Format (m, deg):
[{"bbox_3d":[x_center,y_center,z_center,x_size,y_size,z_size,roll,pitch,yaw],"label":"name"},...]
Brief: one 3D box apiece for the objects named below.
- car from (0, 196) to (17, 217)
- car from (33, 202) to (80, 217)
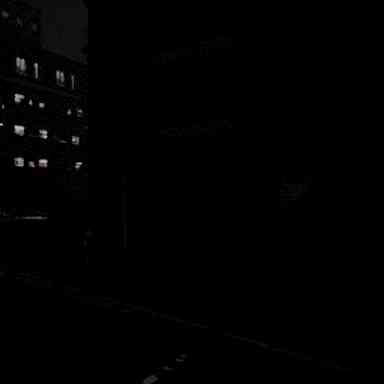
[{"bbox_3d":[-17.896,1.248,28.875,2.192,1.841,5.009,-1,-1,35],"label":"car"},{"bbox_3d":[-12.779,1.611,31.649,1.994,1.385,4.181,1,-1,35],"label":"car"}]
